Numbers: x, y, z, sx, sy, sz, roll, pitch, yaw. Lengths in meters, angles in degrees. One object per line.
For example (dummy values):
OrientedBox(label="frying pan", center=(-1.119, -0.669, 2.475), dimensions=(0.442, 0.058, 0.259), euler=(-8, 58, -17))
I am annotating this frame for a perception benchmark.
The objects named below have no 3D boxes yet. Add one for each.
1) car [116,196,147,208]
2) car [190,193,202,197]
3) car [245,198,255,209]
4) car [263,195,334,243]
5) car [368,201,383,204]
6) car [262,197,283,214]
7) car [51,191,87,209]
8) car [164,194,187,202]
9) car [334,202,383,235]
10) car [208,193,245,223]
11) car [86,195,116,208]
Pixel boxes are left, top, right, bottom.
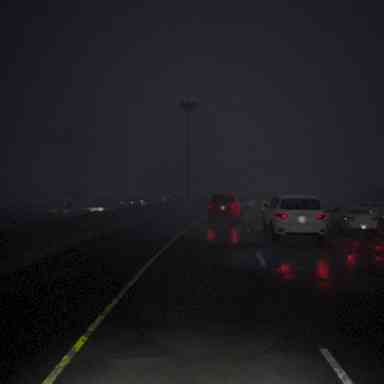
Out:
OrientedBox(label="car", center=(-7.483, 1.241, 43.352), dimensions=(1.837, 1.490, 4.892), euler=(0, 0, 17))
OrientedBox(label="car", center=(0.807, 0.788, 80.219), dimensions=(1.812, 1.442, 4.674), euler=(0, 0, 29))
OrientedBox(label="car", center=(6.631, 1.375, 41.071), dimensions=(1.895, 1.301, 4.718), euler=(0, 0, 17))
OrientedBox(label="car", center=(4.722, 1.137, 15.933), dimensions=(2.150, 2.045, 5.566), euler=(0, 0, 7))
OrientedBox(label="car", center=(13.180, 1.408, 24.298), dimensions=(1.812, 1.442, 4.674), euler=(0, 0, 11))
OrientedBox(label="car", center=(8.262, 1.295, 34.068), dimensions=(1.882, 1.535, 5.008), euler=(0, 0, 14))
OrientedBox(label="car", center=(-15.207, 0.951, 41.849), dimensions=(2.150, 2.045, 5.566), euler=(0, 0, 16))
OrientedBox(label="car", center=(-2.389, 1.069, 47.813), dimensions=(2.097, 1.767, 4.553), euler=(0, 1, 19))
OrientedBox(label="car", center=(8.595, 1.435, 18.294), dimensions=(1.812, 1.442, 4.674), euler=(0, 0, 8))
OrientedBox(label="car", center=(2.473, 1.088, 24.244), dimensions=(2.150, 2.045, 5.566), euler=(0, 1, 10))
OrientedBox(label="car", center=(-11.258, 1.295, 42.891), dimensions=(1.994, 1.385, 4.181), euler=(0, 0, 16))
